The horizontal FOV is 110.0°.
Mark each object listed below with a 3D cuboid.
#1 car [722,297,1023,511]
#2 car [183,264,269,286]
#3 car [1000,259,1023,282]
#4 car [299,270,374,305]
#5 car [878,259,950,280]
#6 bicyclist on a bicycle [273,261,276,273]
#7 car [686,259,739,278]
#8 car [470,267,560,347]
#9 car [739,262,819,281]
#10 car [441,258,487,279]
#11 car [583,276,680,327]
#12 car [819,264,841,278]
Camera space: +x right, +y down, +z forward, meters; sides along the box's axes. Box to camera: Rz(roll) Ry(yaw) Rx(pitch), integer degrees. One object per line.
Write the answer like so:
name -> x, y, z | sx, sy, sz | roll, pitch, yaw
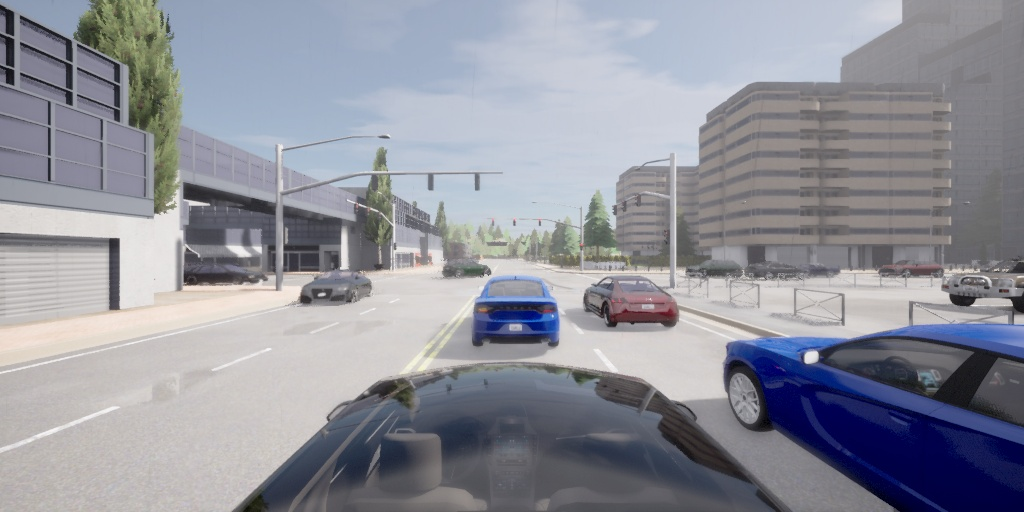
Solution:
car -> 3.602, 1.228, 2.546 | 1.882, 1.535, 5.008 | 0, 0, 0
car -> -19.954, 1.297, 24.699 | 5.357, 1.411, 2.033 | 0, 0, -1
car -> 45.185, 1.241, 30.225 | 4.902, 1.511, 2.128 | 0, 0, -1
car -> -7.611, 1.314, 15.945 | 1.994, 1.385, 4.181 | 0, 0, -6
car -> 37.457, 1.102, 33.749 | 4.553, 1.767, 2.097 | 0, 0, -1
bicyclist on a bicycle -> -25.855, 1.053, 39.601 | 0.582, 1.620, 1.656 | 0, 0, -1
car -> 18.674, 1.102, 33.369 | 4.553, 1.767, 2.097 | 0, 0, -1
car -> 0.091, 1.228, 9.396 | 1.882, 1.535, 5.008 | 0, 0, 0
car -> 22.050, 1.255, 29.737 | 4.892, 1.490, 1.837 | 0, 0, -1
car -> -4.114, 1.102, 32.862 | 4.553, 1.767, 2.097 | 0, 0, -43
car -> 3.598, 1.314, 11.529 | 1.994, 1.385, 4.181 | 0, 0, 0
car -> 27.661, 1.351, 33.558 | 4.718, 1.301, 1.895 | 0, 0, -1
